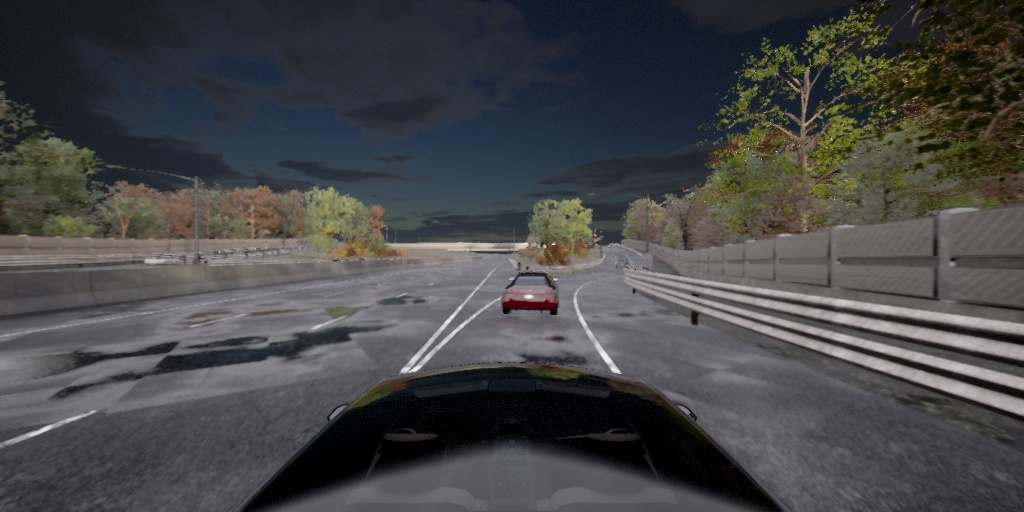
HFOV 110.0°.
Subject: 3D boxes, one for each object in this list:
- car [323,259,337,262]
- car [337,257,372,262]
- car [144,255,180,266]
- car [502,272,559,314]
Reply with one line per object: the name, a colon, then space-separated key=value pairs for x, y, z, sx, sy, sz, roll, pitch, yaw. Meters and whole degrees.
car: x=-25.391 y=1.171 z=49.944 sx=1.837 sy=1.490 sz=4.892 roll=0 pitch=0 yaw=0
car: x=-21.896 y=1.033 z=50.064 sx=2.097 sy=1.767 sz=4.553 roll=0 pitch=0 yaw=0
car: x=-43.716 y=0.573 z=44.889 sx=1.895 sy=1.301 sz=4.718 roll=0 pitch=1 yaw=-24
car: x=0.828 y=1.323 z=13.904 sx=1.994 sy=1.385 sz=4.181 roll=0 pitch=0 yaw=7
